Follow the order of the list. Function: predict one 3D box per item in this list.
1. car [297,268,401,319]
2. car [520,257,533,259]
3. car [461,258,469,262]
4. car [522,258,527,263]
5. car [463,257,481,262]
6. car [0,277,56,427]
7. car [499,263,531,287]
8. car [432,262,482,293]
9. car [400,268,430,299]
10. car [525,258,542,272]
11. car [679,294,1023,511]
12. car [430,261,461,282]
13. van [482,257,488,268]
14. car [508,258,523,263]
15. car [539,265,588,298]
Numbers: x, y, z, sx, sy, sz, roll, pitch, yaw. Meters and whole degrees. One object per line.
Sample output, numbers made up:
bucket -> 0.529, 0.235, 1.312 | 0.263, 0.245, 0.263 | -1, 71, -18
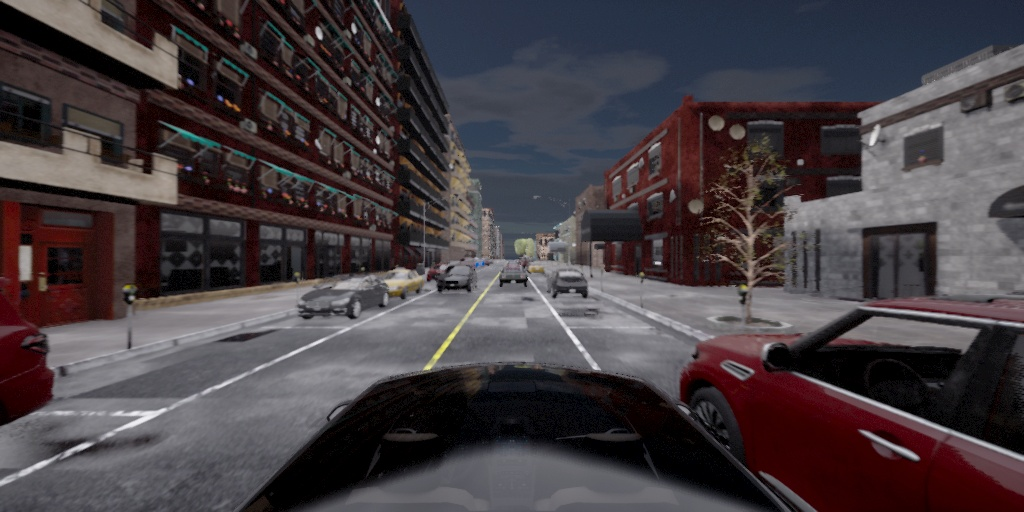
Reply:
car -> -5.686, 1.305, 12.639 | 2.007, 1.370, 4.403 | 0, 0, 0
car -> 2.710, 1.119, 56.950 | 2.192, 1.841, 5.009 | 0, 0, 0
car -> -5.679, 1.213, 34.796 | 1.967, 1.591, 4.097 | 0, 0, 0
car -> 2.705, 1.337, 45.872 | 2.007, 1.370, 4.403 | 0, 0, 0
car -> -5.675, 1.101, 45.875 | 2.192, 1.841, 5.009 | 0, 0, 0
car -> -5.690, 1.065, 1.561 | 2.192, 1.841, 5.009 | 0, 0, 0
car -> 0.099, 1.364, 24.944 | 1.895, 1.301, 4.718 | 0, 0, 0
car -> -3.067, 1.267, 20.863 | 1.837, 1.490, 4.892 | 0, -1, 0
car -> -5.684, 1.284, 18.008 | 1.751, 1.417, 4.829 | 0, 0, 0
car -> 2.704, 1.305, 40.503 | 1.751, 1.417, 4.829 | 0, 0, 0
car -> 2.691, 1.065, 1.559 | 2.192, 1.841, 5.009 | 0, 0, 0
car -> -5.681, 1.313, 29.258 | 1.888, 1.381, 4.507 | 0, 0, 0
van -> -5.670, 1.155, 62.492 | 1.690, 1.789, 3.998 | 0, 0, 0
car -> 0.116, 1.355, 48.899 | 1.994, 1.385, 4.181 | 0, 0, 0
car -> 2.697, 1.308, 18.176 | 2.007, 1.370, 4.403 | 0, 0, 0
